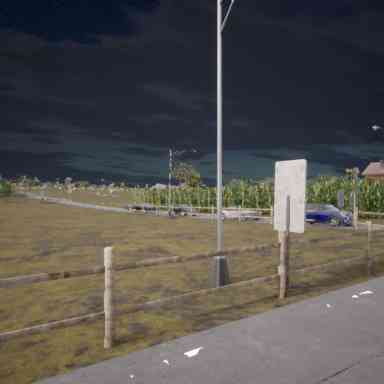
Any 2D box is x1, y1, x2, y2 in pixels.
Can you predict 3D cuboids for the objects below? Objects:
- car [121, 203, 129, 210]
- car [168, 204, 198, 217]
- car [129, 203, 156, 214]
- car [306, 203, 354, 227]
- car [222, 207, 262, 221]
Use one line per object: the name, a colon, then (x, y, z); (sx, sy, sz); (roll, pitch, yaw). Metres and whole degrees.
car: (-11.424, 2.609, 60.463); (1.994, 1.385, 4.181); (3, -2, -35)
car: (-1.209, 2.218, 41.054); (1.837, 1.490, 4.892); (3, -3, -35)
car: (-6.984, 2.348, 49.213); (1.882, 1.535, 5.008); (3, -2, -35)
car: (10.084, 1.663, 25.326); (2.097, 1.767, 4.553); (3, -3, -37)
car: (4.659, 2.108, 32.799); (1.895, 1.301, 4.718); (3, -3, -35)
